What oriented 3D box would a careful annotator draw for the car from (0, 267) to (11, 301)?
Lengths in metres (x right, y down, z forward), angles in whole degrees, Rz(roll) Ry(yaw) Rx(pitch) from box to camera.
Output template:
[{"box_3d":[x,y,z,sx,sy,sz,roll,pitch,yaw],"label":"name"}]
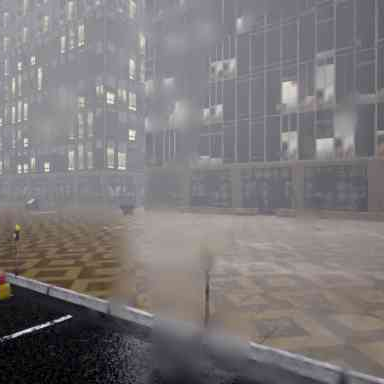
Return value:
[{"box_3d":[-5.585,1.526,6.825,4.829,1.417,1.752,0,0,35],"label":"car"}]
